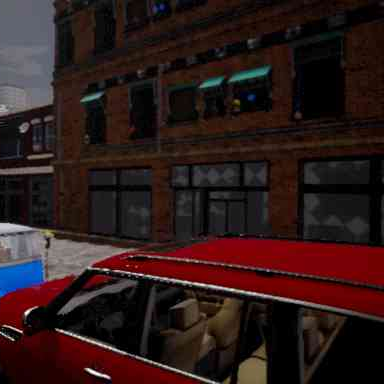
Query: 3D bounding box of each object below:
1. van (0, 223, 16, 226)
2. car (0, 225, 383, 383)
[{"bbox_3d":[-4.362,1.407,5.962,3.998,1.788,1.690,-1,1,36],"label":"van"},{"bbox_3d":[0.040,1.330,2.823,5.009,1.841,2.192,-1,1,36],"label":"car"}]
